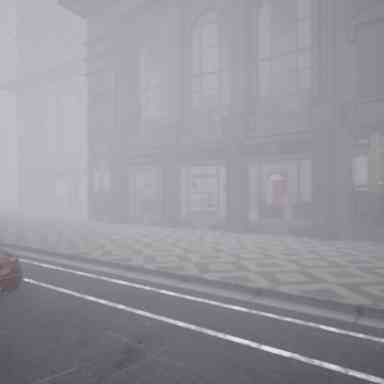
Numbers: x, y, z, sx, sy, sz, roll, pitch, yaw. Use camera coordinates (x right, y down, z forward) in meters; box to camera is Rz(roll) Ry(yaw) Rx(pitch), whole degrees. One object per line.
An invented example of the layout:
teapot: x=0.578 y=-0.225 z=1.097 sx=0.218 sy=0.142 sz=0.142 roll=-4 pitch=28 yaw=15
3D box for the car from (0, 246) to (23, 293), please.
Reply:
car: x=-5.818 y=1.597 z=7.801 sx=4.181 sy=1.385 sz=1.994 roll=0 pitch=0 yaw=36
